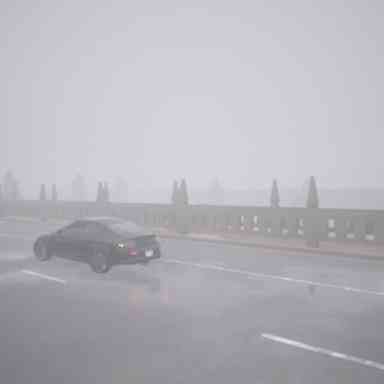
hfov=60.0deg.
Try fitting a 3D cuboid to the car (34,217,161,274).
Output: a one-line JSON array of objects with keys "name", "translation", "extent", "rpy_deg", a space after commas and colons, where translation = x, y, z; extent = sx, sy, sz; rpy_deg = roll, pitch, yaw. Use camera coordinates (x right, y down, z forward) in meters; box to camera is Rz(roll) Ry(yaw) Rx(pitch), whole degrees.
[{"name": "car", "translation": [-3.049, 1.510, 10.466], "extent": [4.674, 1.442, 1.812], "rpy_deg": [0, 0, 35]}]
